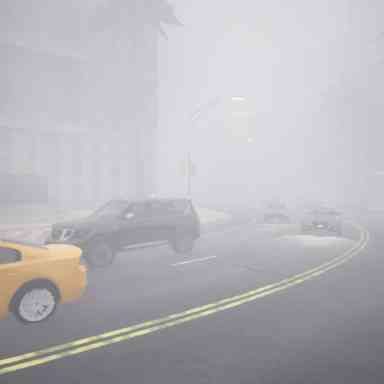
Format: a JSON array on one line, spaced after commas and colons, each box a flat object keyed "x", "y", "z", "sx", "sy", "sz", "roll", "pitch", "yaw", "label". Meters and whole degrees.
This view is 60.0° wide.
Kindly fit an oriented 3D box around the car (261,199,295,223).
[{"x": 6.681, "y": 1.554, "z": 26.229, "sx": 2.033, "sy": 1.411, "sz": 5.357, "roll": 0, "pitch": 0, "yaw": 14, "label": "car"}]

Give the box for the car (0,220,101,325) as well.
[{"x": -4.321, "y": 1.478, "z": 5.461, "sx": 5.008, "sy": 1.535, "sz": 1.882, "roll": 0, "pitch": 0, "yaw": -38, "label": "car"}]

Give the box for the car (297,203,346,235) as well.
[{"x": 7.456, "y": 1.569, "z": 18.878, "sx": 1.994, "sy": 1.385, "sz": 4.181, "roll": 0, "pitch": 0, "yaw": 26, "label": "car"}]

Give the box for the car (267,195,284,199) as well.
[{"x": 11.891, "y": 1.363, "z": 48.683, "sx": 2.097, "sy": 1.767, "sz": 4.553, "roll": 0, "pitch": 0, "yaw": -17, "label": "car"}]

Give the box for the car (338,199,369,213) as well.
[{"x": 17.699, "y": 1.502, "z": 37.171, "sx": 2.128, "sy": 1.511, "sz": 4.902, "roll": 0, "pitch": 0, "yaw": -3, "label": "car"}]

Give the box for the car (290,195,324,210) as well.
[{"x": 13.958, "y": 1.488, "z": 39.725, "sx": 1.882, "sy": 1.535, "sz": 5.008, "roll": 0, "pitch": 0, "yaw": -6, "label": "car"}]

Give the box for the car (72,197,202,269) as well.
[{"x": -2.094, "y": 1.223, "z": 11.673, "sx": 5.566, "sy": 2.045, "sz": 2.150, "roll": 0, "pitch": 0, "yaw": -44, "label": "car"}]
